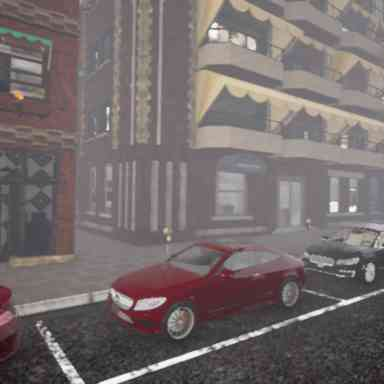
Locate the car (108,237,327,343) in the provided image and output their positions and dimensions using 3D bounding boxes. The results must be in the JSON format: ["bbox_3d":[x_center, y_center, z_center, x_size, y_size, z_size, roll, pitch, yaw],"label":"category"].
[{"bbox_3d":[0.511,1.618,6.447,4.206,1.307,1.802,1,0,-35],"label":"car"}]

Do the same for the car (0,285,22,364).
[{"bbox_3d":[-4.011,1.568,3.230,4.206,1.307,1.802,1,0,-35],"label":"car"}]

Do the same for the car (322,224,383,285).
[{"bbox_3d":[5.032,1.637,9.664,4.403,1.369,2.008,1,0,-35],"label":"car"}]
